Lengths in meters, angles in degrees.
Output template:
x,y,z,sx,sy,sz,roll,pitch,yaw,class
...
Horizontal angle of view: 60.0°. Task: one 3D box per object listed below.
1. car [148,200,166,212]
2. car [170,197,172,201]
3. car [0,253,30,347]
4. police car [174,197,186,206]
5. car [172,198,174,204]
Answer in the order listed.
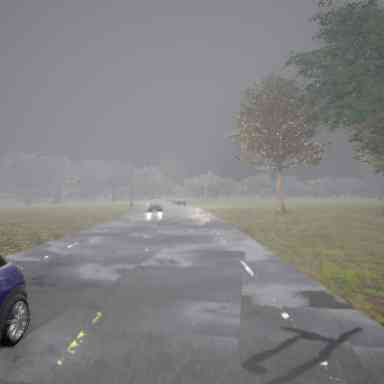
x,y,z,sx,sy,sz,roll,pitch,yaw,class
-4.900,2.020,45.190,1.895,1.301,4.718,0,-1,-3,car
-3.945,2.182,87.394,2.097,1.767,4.553,0,-1,-7,car
-3.621,1.391,3.377,2.097,1.767,4.553,0,-1,0,car
-2.286,2.092,71.564,1.930,1.638,5.238,0,-1,-5,police car
-3.280,2.247,81.441,1.882,1.535,5.008,0,-1,-6,car
